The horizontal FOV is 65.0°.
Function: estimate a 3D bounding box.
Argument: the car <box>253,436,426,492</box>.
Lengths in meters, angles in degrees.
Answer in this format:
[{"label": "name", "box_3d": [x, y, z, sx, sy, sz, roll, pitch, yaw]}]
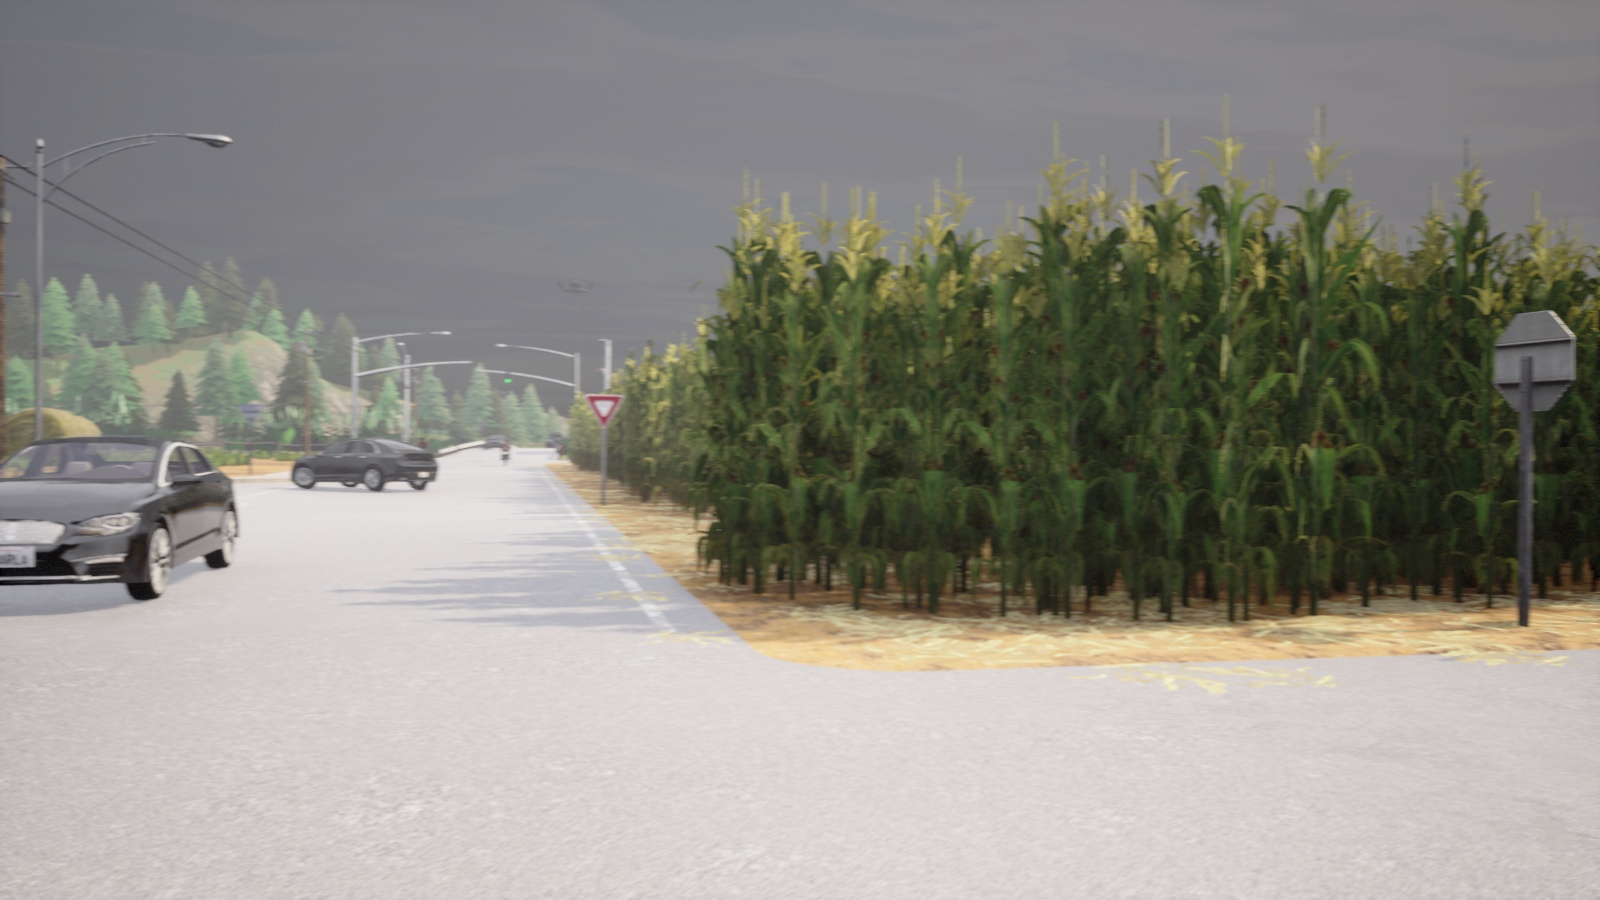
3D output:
[{"label": "car", "box_3d": [-13.309, 0.383, 36.245, 4.892, 1.490, 1.837, 1, 0, 28]}]

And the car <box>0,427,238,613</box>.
[{"label": "car", "box_3d": [-7.264, 0.550, 12.573, 2.128, 1.511, 4.902, 1, 0, -14]}]
